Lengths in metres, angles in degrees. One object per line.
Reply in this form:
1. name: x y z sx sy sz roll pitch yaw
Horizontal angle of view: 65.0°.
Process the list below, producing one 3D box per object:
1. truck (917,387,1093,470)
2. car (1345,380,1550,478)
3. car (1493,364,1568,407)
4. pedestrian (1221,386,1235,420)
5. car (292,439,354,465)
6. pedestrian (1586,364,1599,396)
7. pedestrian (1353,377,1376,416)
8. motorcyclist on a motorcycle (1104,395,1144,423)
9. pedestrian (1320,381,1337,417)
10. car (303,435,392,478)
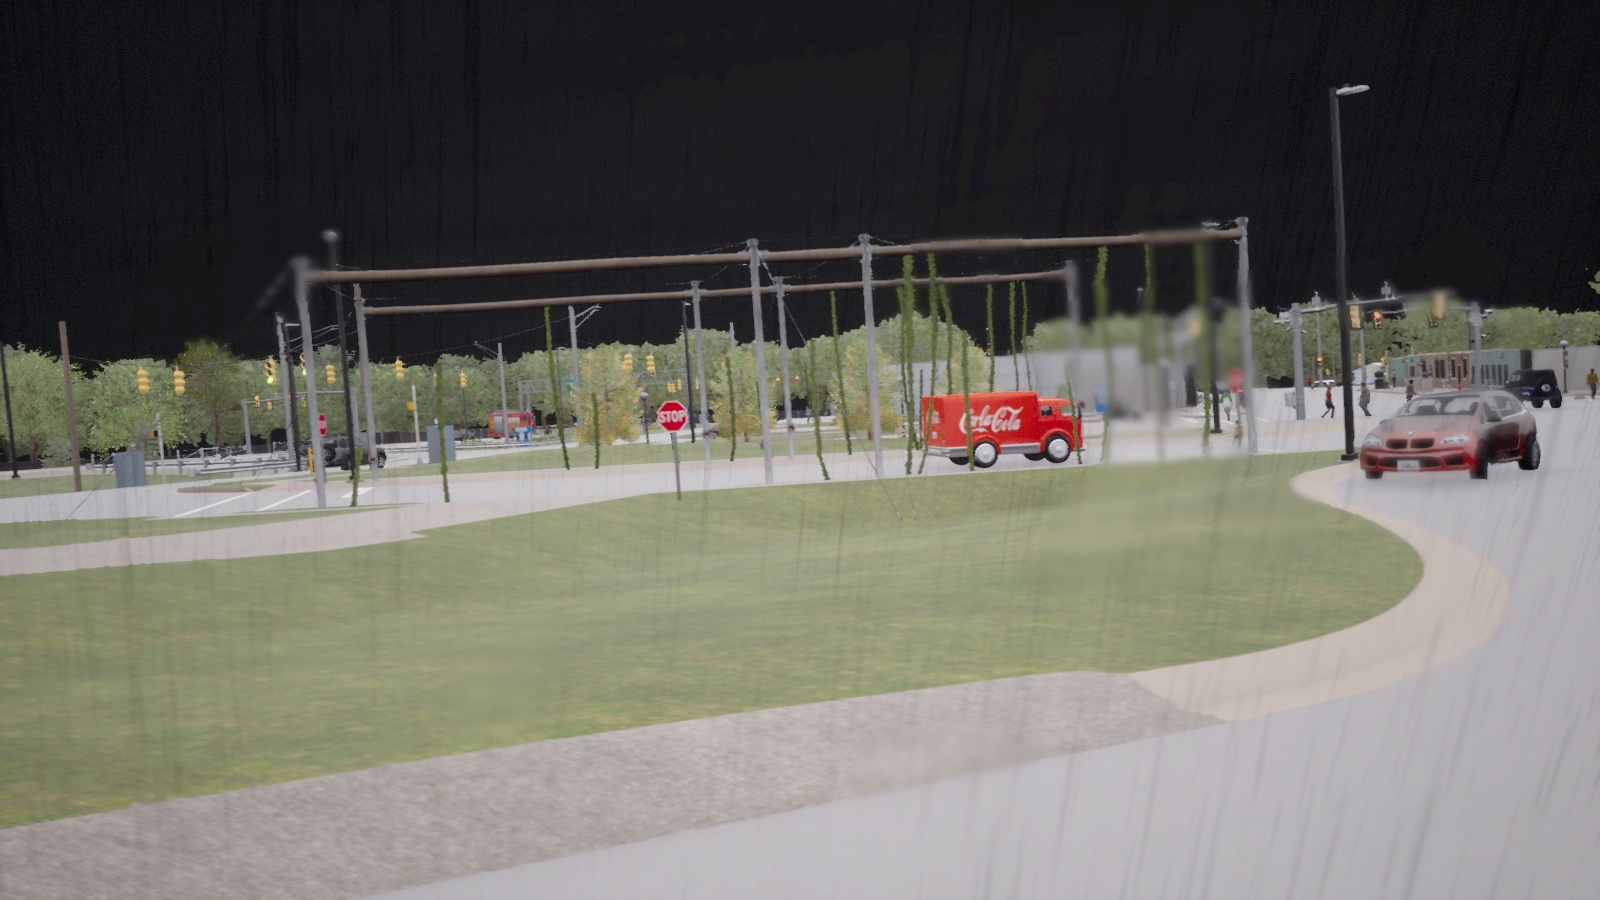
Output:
1. truck: 6.898 -0.767 42.568 5.204 2.467 2.627 -3 3 -13
2. car: 12.954 -0.447 25.000 4.611 1.667 2.242 -5 2 -44
3. car: 34.862 -3.038 60.034 1.905 1.878 3.866 -4 1 12
4. pedestrian: 25.440 -2.799 74.712 0.659 1.952 0.873 -3 3 16
5. car: -34.257 0.170 90.215 3.705 1.549 1.789 -4 3 10
6. pedestrian: 45.505 -4.022 72.071 0.431 1.840 0.709 -3 3 15
7. pedestrian: 29.640 -2.820 65.934 0.873 1.952 0.659 -4 3 10
8. motorcyclist on a motorcycle: 20.581 -2.591 79.882 2.350 1.649 0.766 -2 3 9
9. pedestrian: 27.343 -2.634 64.991 0.636 1.846 0.331 -4 3 5
10. car: -22.788 0.281 63.397 1.932 1.855 4.605 -4 1 12
